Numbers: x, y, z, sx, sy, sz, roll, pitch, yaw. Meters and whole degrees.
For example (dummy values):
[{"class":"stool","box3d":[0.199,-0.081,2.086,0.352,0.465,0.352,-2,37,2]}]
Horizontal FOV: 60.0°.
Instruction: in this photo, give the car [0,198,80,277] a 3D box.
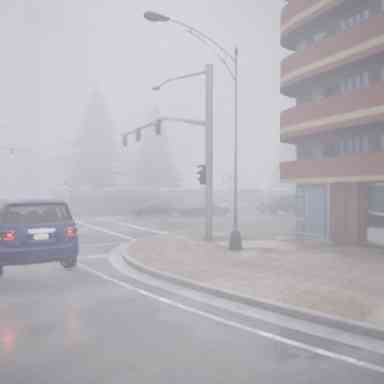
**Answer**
[{"class":"car","box3d":[-5.236,1.212,10.551,2.150,2.045,5.566,0,0,-34]}]

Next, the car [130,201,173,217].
[{"class":"car","box3d":[-3.662,1.598,32.208,4.674,1.442,1.812,0,0,-31]}]

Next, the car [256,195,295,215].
[{"class":"car","box3d":[9.495,1.345,35.973,5.566,2.045,2.150,0,0,-31]}]

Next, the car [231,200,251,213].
[{"class":"car","box3d":[4.275,1.583,36.945,5.008,1.535,1.882,0,0,-31]}]

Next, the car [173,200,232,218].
[{"class":"car","box3d":[1.021,1.689,30.941,4.718,1.301,1.895,0,0,-31]}]
